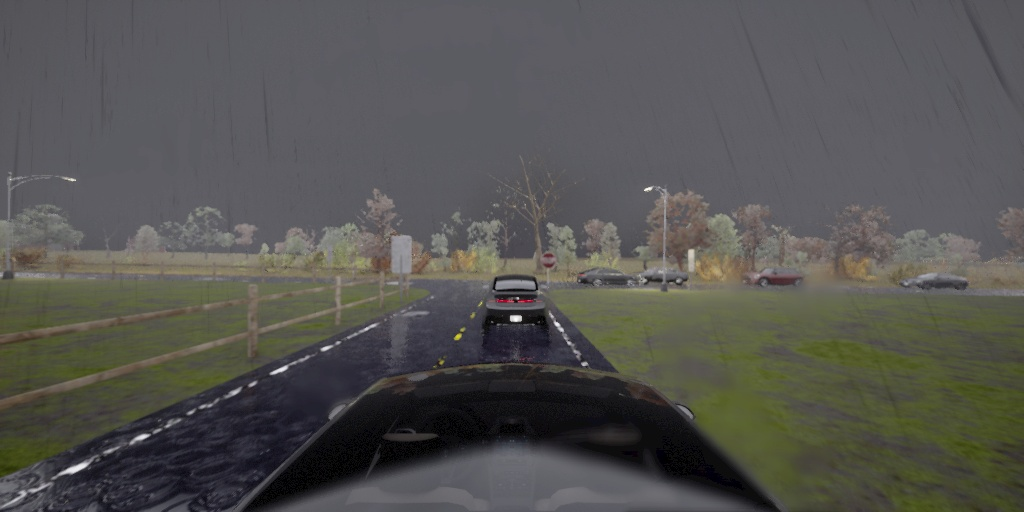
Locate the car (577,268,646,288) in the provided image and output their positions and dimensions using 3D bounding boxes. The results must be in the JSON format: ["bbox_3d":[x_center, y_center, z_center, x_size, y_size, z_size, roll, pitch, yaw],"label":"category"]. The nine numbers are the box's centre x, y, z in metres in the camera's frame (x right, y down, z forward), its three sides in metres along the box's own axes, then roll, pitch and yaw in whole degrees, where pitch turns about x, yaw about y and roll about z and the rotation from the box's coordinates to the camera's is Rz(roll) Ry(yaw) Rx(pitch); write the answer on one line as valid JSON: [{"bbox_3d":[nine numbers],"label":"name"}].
[{"bbox_3d":[7.552,1.678,27.999,4.892,1.490,1.837,1,-2,-13],"label":"car"}]

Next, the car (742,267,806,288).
[{"bbox_3d":[22.611,1.767,31.143,4.553,1.767,2.097,1,0,0],"label":"car"}]

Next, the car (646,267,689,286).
[{"bbox_3d":[12.726,1.730,31.130,4.902,1.511,2.128,1,0,-1],"label":"car"}]

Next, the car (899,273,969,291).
[{"bbox_3d":[36.595,2.187,31.116,4.674,1.442,1.812,1,0,1],"label":"car"}]

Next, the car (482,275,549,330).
[{"bbox_3d":[0.097,1.340,11.485,1.837,1.490,4.892,0,0,0],"label":"car"}]
